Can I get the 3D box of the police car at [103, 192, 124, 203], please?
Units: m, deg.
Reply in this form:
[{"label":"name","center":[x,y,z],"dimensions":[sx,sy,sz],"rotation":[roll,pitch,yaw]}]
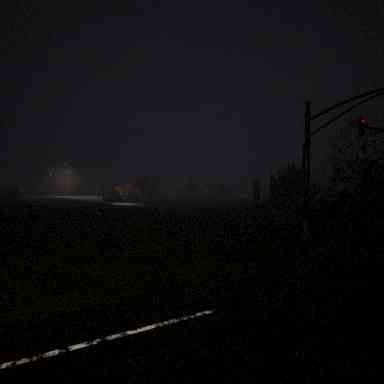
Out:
[{"label":"police car","center":[-11.754,0.822,49.829],"dimensions":[2.038,1.542,4.974],"rotation":[1,0,-32]}]
